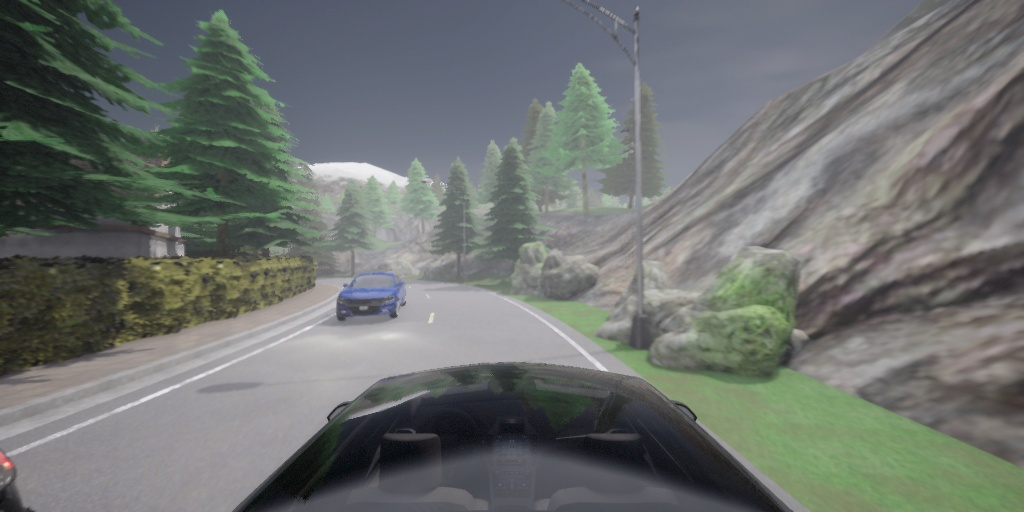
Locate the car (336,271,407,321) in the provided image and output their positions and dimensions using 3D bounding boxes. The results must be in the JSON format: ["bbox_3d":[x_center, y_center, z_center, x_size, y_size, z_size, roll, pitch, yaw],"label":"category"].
[{"bbox_3d":[-5.085,1.352,13.498,1.882,1.535,5.008,-1,0,-12],"label":"car"}]

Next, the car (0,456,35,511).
[{"bbox_3d":[-3.715,1.348,0.232,1.994,1.385,4.181,-1,0,1],"label":"car"}]
